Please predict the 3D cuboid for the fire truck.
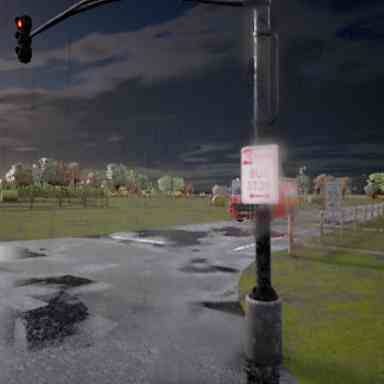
[{"bbox_3d":[6.444,0.617,28.717,2.891,3.827,8.468,0,-1,36],"label":"fire truck"}]
